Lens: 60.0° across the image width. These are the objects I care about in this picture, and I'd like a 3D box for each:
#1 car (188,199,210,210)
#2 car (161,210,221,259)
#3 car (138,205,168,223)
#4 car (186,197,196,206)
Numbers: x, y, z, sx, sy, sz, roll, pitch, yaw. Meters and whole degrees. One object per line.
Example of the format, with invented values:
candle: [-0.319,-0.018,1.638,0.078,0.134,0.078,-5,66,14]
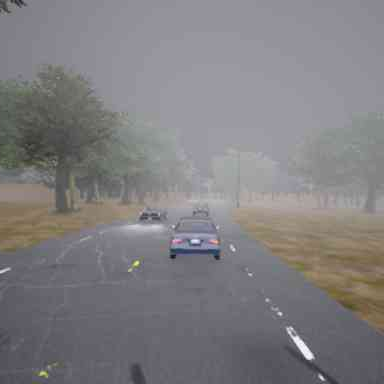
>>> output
car: [1.075,1.898,38.098,2.033,1.411,5.357,0,0,4]
car: [0.135,1.682,13.356,2.033,1.411,5.357,1,-1,1]
car: [-3.153,1.786,27.780,1.895,1.301,4.718,1,0,3]
car: [0.077,1.900,68.591,2.097,1.767,4.553,1,0,5]
